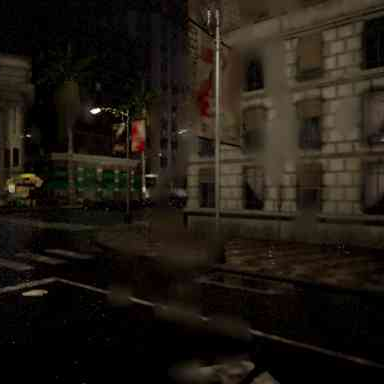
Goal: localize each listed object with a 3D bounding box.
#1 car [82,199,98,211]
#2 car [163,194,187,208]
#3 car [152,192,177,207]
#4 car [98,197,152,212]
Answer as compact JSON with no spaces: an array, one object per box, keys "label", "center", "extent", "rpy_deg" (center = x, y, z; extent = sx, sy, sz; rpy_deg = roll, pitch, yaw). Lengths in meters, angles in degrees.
[{"label":"car","center":[-10.324,1.410,39.486],"extent":[2.033,1.411,5.357],"rpy_deg":[0,0,36]},{"label":"car","center":[-1.313,1.384,45.672],"extent":[1.837,1.490,4.892],"rpy_deg":[0,0,38]},{"label":"car","center":[-4.200,1.086,47.675],"extent":[2.150,2.045,5.566],"rpy_deg":[0,0,38]},{"label":"car","center":[-7.436,1.426,37.509],"extent":[2.033,1.411,5.357],"rpy_deg":[0,0,36]}]
